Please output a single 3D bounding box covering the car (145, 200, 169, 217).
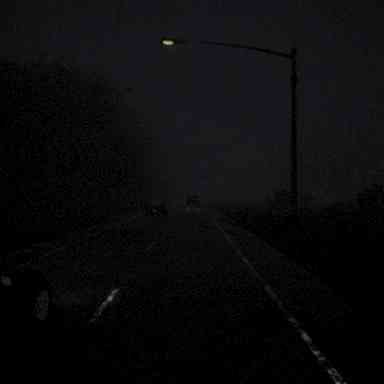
[{"bbox_3d":[-3.346,1.511,32.105,1.882,1.535,5.008,0,0,0],"label":"car"}]

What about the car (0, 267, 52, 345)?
[{"bbox_3d":[-3.396,1.530,3.979,1.812,1.442,4.674,0,0,0],"label":"car"}]

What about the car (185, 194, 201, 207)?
[{"bbox_3d":[0.176,1.278,51.572,2.150,2.045,5.566,0,0,0],"label":"car"}]

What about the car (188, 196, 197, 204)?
[{"bbox_3d":[0.103,1.601,68.181,1.812,1.442,4.674,0,0,0],"label":"car"}]
